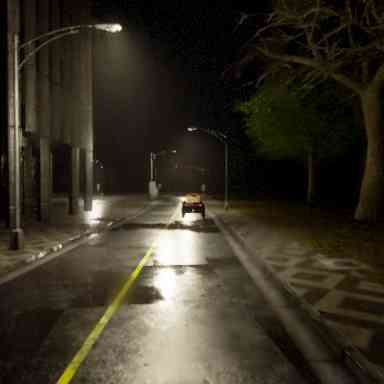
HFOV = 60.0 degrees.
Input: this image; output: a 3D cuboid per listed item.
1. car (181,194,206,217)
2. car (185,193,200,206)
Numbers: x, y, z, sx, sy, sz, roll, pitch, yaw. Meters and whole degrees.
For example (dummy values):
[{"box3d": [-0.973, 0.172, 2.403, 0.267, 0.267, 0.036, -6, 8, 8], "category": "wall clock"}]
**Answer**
[{"box3d": [0.102, 1.190, 27.869, 2.128, 1.511, 4.902, 0, 1, 0], "category": "car"}, {"box3d": [0.104, 0.977, 44.209, 1.882, 1.535, 5.008, 0, 1, 0], "category": "car"}]
